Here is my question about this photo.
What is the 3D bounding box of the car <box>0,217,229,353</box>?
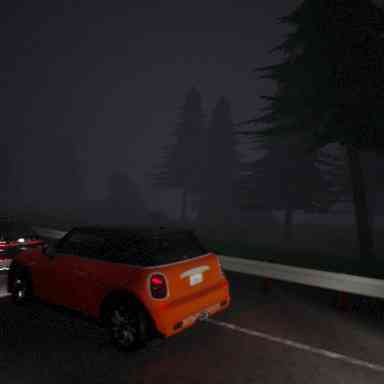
[{"bbox_3d":[-1.623,1.358,6.441,4.553,1.767,2.097,0,0,37],"label":"car"}]
